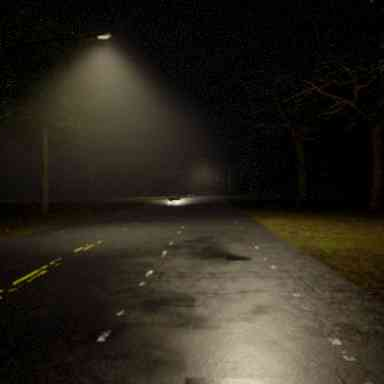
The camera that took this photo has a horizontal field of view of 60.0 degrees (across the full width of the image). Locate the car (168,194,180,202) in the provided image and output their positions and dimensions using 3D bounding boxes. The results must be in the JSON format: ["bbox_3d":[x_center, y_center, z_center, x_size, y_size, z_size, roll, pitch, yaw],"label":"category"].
[{"bbox_3d":[-3.532,1.089,64.846,1.882,1.535,5.008,-1,1,3],"label":"car"}]
